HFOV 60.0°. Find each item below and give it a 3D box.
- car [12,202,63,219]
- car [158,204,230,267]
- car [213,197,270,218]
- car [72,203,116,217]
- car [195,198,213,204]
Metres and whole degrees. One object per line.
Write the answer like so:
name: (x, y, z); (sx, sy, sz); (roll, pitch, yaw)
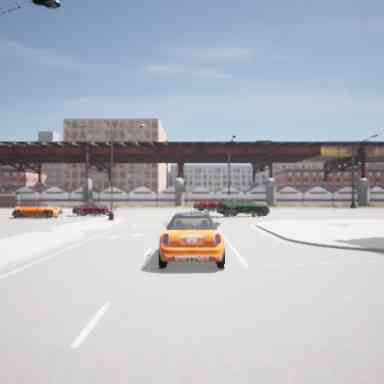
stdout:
car: (-15.503, 1.753, 33.639); (4.553, 1.767, 2.097); (0, -1, 0)
car: (-0.004, 1.499, 12.089); (2.097, 1.767, 4.553); (0, -1, 0)
car: (5.496, 1.650, 35.530); (5.566, 2.045, 2.150); (0, -4, -8)
car: (-10.907, 1.970, 37.124); (4.674, 1.442, 1.812); (0, -1, 0)
car: (3.021, 1.797, 47.761); (5.566, 2.045, 2.150); (0, -1, 0)
